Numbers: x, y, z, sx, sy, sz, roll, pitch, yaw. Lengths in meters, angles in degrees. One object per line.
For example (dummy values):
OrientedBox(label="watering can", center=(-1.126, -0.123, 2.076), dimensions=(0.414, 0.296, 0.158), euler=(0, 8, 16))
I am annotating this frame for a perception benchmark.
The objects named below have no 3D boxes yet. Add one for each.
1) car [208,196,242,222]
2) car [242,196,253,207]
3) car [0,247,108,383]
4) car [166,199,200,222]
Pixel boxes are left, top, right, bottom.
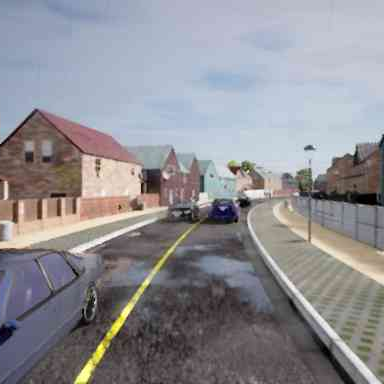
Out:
OrientedBox(label="car", center=(2.417, 1.160, 24.511), dimensions=(2.097, 1.767, 4.553), euler=(0, 0, 9))
OrientedBox(label="car", center=(6.776, 1.209, 43.113), dimensions=(1.994, 1.385, 4.181), euler=(0, 1, 16))
OrientedBox(label="car", center=(-2.648, 1.519, 4.309), dimensions=(2.033, 1.411, 5.357), euler=(0, 0, 3))
OrientedBox(label="car", center=(-0.588, 1.293, 24.539), dimensions=(2.128, 1.511, 4.902), euler=(0, 1, 10))
